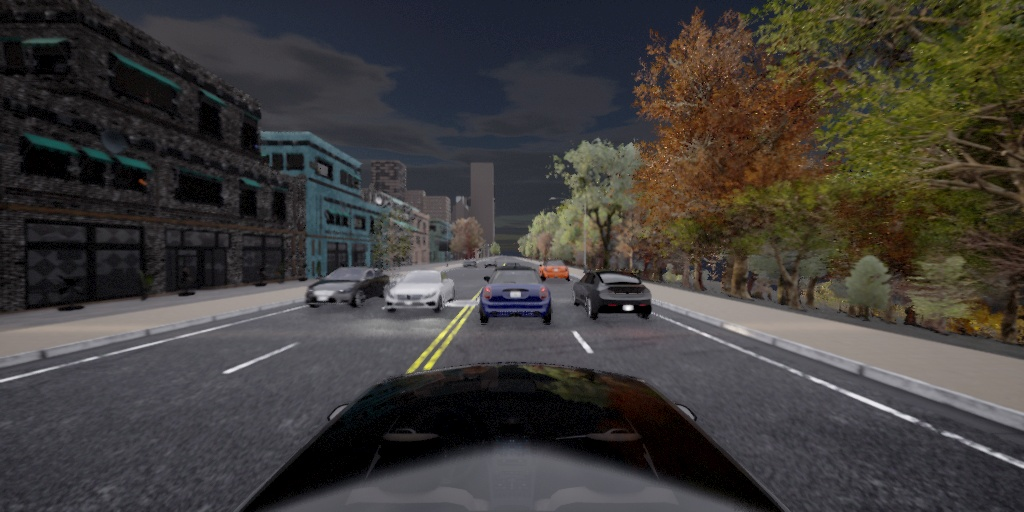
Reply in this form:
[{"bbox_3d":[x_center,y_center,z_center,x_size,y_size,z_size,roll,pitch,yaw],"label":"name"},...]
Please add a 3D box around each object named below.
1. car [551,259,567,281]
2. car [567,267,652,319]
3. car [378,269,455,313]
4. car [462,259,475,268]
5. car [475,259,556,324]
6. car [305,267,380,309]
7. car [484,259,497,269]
[{"bbox_3d":[3.344,1.055,29.328,2.097,1.767,4.553,0,0,0],"label":"car"},{"bbox_3d":[3.347,1.236,12.740,1.837,1.490,4.892,0,0,0],"label":"car"},{"bbox_3d":[-3.364,1.255,13.995,1.812,1.442,4.674,0,0,0],"label":"car"},{"bbox_3d":[-6.573,1.218,56.615,1.994,1.385,4.181,0,0,0],"label":"car"},{"bbox_3d":[0.098,1.084,12.092,2.097,1.767,4.553,0,0,0],"label":"car"},{"bbox_3d":[-6.603,1.219,14.973,2.128,1.511,4.902,0,0,0],"label":"car"},{"bbox_3d":[-3.326,1.161,56.168,1.837,1.490,4.892,0,0,0],"label":"car"}]
